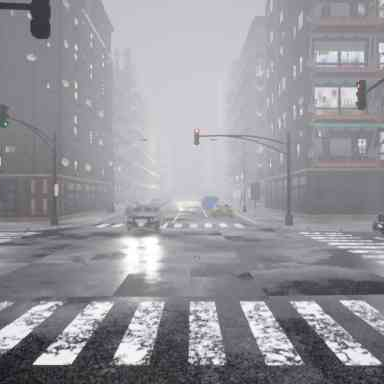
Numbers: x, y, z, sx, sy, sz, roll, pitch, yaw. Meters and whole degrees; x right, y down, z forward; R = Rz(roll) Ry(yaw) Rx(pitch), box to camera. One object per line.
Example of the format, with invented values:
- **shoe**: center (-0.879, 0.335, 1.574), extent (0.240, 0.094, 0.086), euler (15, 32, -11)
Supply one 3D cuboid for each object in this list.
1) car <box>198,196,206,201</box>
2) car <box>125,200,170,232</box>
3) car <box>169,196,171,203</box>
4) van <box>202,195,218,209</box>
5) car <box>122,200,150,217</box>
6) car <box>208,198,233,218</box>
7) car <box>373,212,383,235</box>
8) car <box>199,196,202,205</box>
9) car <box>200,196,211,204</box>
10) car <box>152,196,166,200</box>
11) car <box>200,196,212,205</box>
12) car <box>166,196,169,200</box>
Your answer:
- **car**: center (2.581, 1.627, 83.665), extent (1.887, 1.381, 4.507), euler (1, 0, 0)
- **car**: center (-2.748, 1.501, 20.429), extent (2.128, 1.511, 4.902), euler (0, 0, 0)
- **car**: center (-5.301, 1.627, 60.986), extent (1.802, 1.307, 4.206), euler (1, 0, 0)
- **van**: center (2.613, 1.366, 44.075), extent (1.690, 1.788, 3.998), euler (1, 0, 0)
- **car**: center (-5.432, 1.565, 32.697), extent (2.008, 1.369, 4.403), euler (1, 0, 0)
- **car**: center (2.707, 1.538, 30.241), extent (1.752, 1.417, 4.829), euler (1, 0, 0)
- **car**: center (11.453, 1.219, 15.317), extent (5.566, 2.045, 2.150), euler (0, -1, 1)
- **car**: center (2.581, 1.347, 49.728), extent (2.192, 1.841, 5.009), euler (1, 0, 0)
- **car**: center (2.580, 1.604, 66.697), extent (2.008, 1.369, 4.403), euler (1, 0, 0)
- **car**: center (-5.302, 1.613, 49.670), extent (1.802, 1.307, 4.206), euler (1, 0, 0)
- **car**: center (2.581, 1.486, 61.040), extent (1.967, 1.590, 4.097), euler (1, 0, 0)
- **car**: center (-5.301, 1.563, 55.158), extent (1.752, 1.417, 4.829), euler (1, 0, 0)
